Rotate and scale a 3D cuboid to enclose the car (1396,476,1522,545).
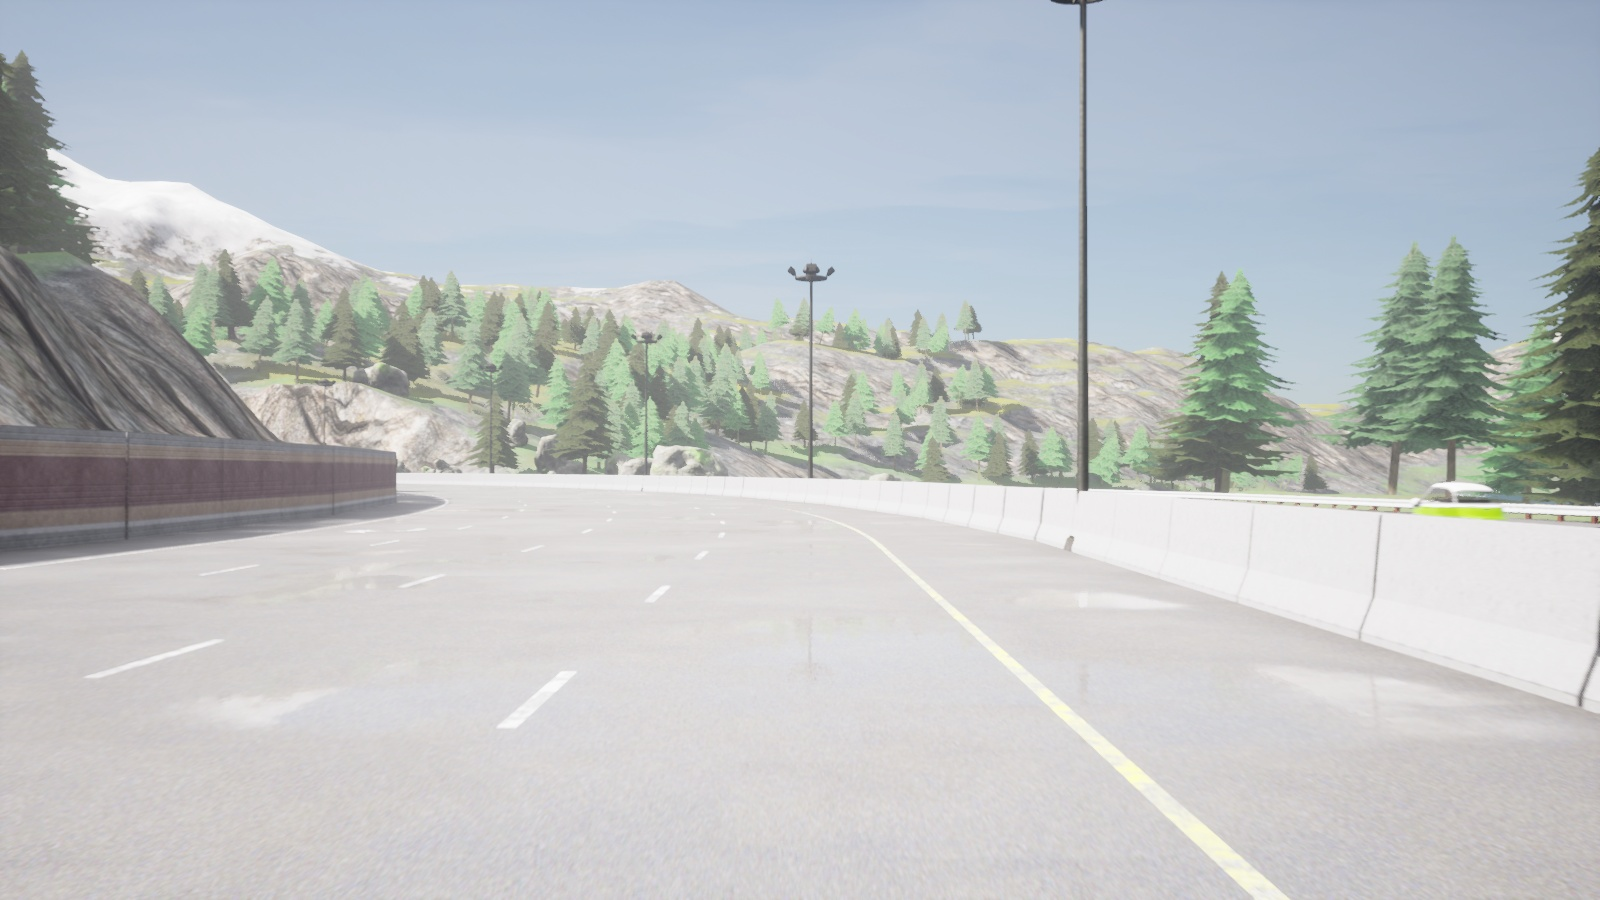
[{"bbox_3d":[13.925,1.259,26.627,1.481,1.376,2.207,0,-1,-1],"label":"car"}]
